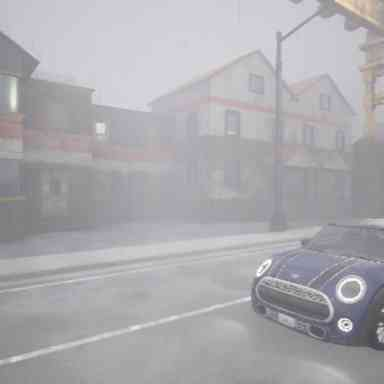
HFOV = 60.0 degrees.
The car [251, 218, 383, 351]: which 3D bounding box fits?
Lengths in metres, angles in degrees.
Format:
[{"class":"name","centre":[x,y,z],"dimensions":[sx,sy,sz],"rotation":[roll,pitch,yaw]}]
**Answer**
[{"class":"car","centre":[3.258,1.332,6.292],"dimensions":[4.553,1.767,2.097],"rotation":[0,0,-35]}]
